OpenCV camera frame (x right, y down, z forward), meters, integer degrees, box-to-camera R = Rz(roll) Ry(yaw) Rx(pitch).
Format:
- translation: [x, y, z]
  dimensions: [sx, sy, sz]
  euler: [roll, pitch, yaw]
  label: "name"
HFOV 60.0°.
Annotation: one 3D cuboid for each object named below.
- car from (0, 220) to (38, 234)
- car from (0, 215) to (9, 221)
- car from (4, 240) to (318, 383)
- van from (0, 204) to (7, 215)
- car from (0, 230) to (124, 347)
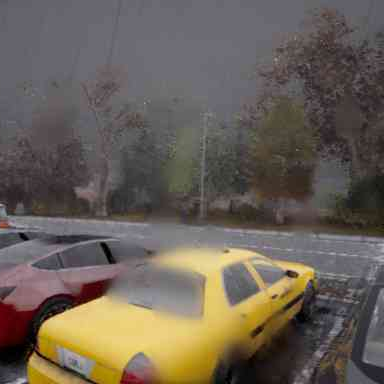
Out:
- translation: [-4.172, 1.584, 8.160]
  dimensions: [2.163, 1.488, 4.792]
  euler: [-1, 0, 36]
  label: "car"
- translation: [-6.432, 1.610, 9.773]
  dimensions: [2.163, 1.488, 4.792]
  euler: [-1, 0, 36]
  label: "car"
- translation: [0.438, 1.500, 5.062]
  dimensions: [1.946, 1.575, 5.366]
  euler: [-1, 0, 36]
  label: "car"
- translation: [-8.778, 1.381, 11.268]
  dimensions: [1.878, 1.987, 4.442]
  euler: [-1, 0, 36]
  label: "van"
- translation: [-1.913, 1.559, 6.547]
  dimensions: [2.163, 1.488, 4.792]
  euler: [-1, 0, 36]
  label: "car"
